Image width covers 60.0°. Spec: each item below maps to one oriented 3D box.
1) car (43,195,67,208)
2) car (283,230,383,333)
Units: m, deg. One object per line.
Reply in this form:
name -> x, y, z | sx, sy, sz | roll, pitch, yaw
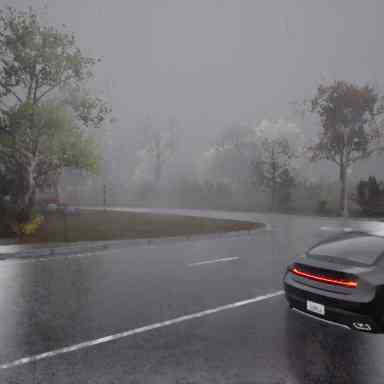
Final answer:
car -> -21.857, 1.453, 51.826 | 5.566, 2.045, 2.150 | -1, -1, 35
car -> 3.841, 1.505, 6.458 | 4.892, 1.490, 1.837 | 0, 0, -36
